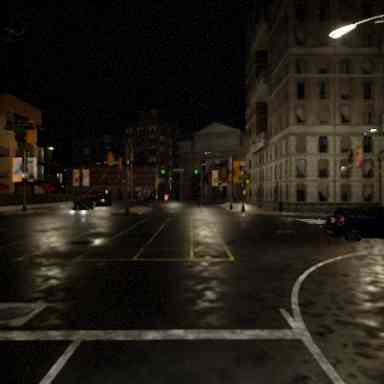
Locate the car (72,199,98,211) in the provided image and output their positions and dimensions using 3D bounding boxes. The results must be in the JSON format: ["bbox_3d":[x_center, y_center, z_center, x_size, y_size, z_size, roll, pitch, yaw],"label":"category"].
[{"bbox_3d":[-15.067,1.787,46.261,1.837,1.490,4.892,0,0,0],"label":"car"}]

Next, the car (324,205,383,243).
[{"bbox_3d":[8.998,1.451,16.285,4.553,1.767,2.097,0,0,0],"label":"car"}]

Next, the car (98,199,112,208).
[{"bbox_3d":[-15.024,1.892,56.647,2.033,1.411,5.357,0,0,1],"label":"car"}]
